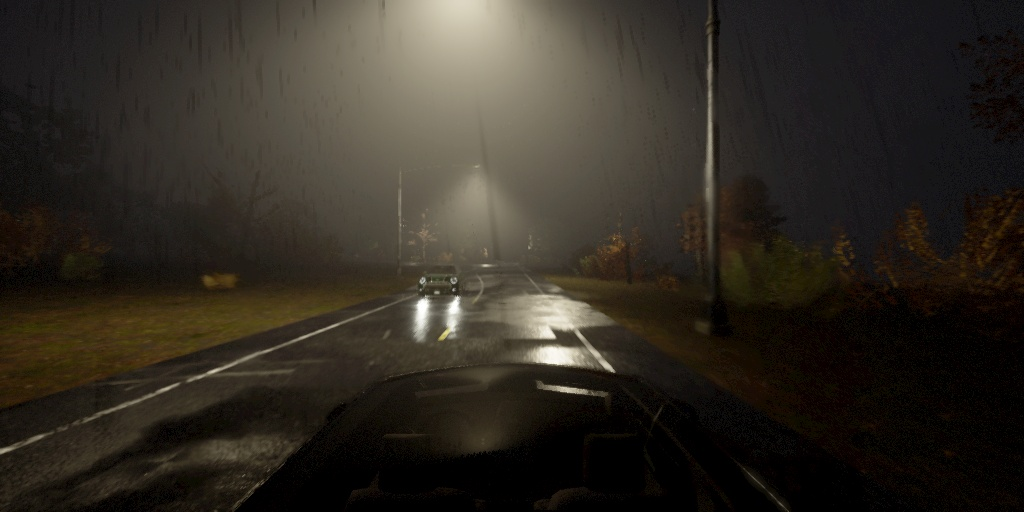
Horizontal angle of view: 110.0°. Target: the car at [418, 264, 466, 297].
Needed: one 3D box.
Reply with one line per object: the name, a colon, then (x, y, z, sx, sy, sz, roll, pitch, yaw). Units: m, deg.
car: (-3.768, 1.234, 19.932, 2.097, 1.767, 4.553, 0, 0, -2)
